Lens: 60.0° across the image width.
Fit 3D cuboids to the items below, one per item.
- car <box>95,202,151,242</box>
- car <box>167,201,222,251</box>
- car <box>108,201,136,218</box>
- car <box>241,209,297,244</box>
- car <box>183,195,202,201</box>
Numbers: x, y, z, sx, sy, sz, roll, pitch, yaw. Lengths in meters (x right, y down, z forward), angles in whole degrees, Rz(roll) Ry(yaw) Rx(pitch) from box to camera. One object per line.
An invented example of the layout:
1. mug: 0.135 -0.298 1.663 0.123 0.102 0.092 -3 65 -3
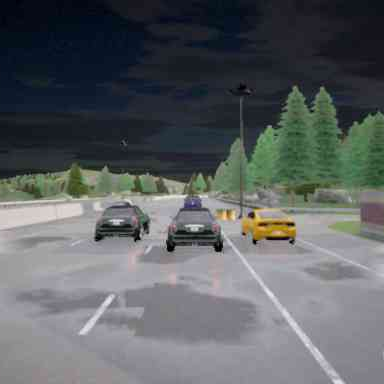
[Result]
1. car: -3.403 1.443 17.142 2.097 1.767 4.553 0 0 0
2. car: 0.097 1.430 14.636 2.097 1.767 4.553 0 0 0
3. car: -6.905 1.702 33.189 1.812 1.442 4.674 0 0 0
4. car: 3.597 1.565 16.367 1.882 1.535 5.008 0 0 0
5. car: 0.096 1.444 41.590 2.150 2.045 5.566 0 0 0
